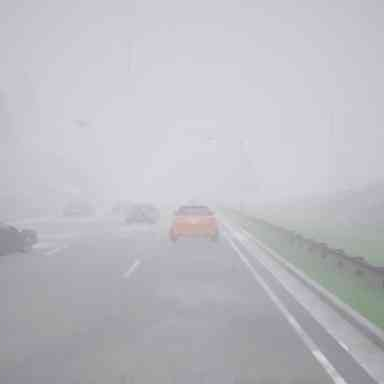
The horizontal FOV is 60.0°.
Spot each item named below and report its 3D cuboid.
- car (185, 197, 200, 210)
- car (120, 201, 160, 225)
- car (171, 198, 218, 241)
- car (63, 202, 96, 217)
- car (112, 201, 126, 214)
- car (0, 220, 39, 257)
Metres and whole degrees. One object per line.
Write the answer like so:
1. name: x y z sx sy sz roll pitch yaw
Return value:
1. car: 0.100 1.487 43.696 1.882 1.535 5.008 0 0 0
2. car: -3.397 1.553 23.761 2.033 1.411 5.357 0 0 0
3. car: 0.099 1.356 16.679 2.097 1.767 4.553 0 0 0
4. car: -10.400 1.572 31.009 1.994 1.385 4.181 0 0 0
5. car: -6.900 1.610 34.898 1.895 1.301 4.718 0 0 0
6. car: -6.900 1.551 10.499 2.033 1.411 5.357 0 0 0
